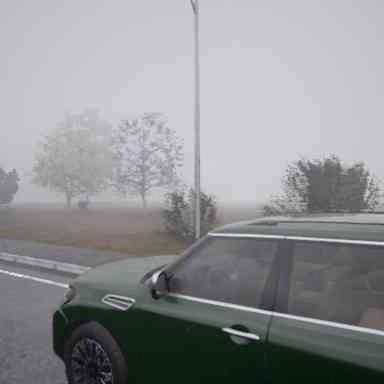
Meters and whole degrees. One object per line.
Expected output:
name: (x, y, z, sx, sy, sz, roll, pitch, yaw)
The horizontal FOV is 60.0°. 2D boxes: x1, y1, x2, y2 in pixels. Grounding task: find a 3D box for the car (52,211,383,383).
car: (1.031, 1.213, 3.161, 5.566, 2.045, 2.150, 0, 0, 35)
